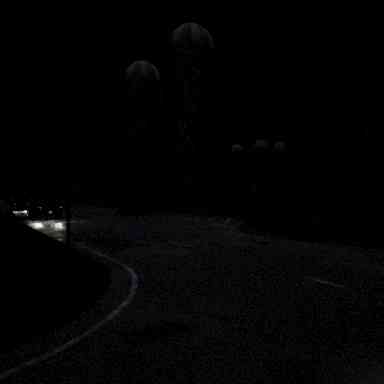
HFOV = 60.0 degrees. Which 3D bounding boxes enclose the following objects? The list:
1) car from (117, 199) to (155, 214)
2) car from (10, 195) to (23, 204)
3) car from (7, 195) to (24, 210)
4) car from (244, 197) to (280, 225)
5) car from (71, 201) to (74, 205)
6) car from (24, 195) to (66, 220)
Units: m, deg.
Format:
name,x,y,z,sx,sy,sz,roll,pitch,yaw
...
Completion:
name,x,y,z,sx,sy,sz,roll,pitch,yaw
car,-6.178,1.570,36.553,3.988,1.617,1.851,0,0,-34
car,-42.258,1.713,79.845,2.150,2.045,5.566,0,0,-34
car,-23.242,1.638,44.964,2.097,1.767,4.553,0,0,-34
car,5.117,1.317,23.837,1.905,1.878,3.866,0,0,25
car,-24.873,1.880,63.760,4.181,1.381,1.994,0,0,-34
car,-13.102,1.309,29.556,2.150,2.045,5.566,0,0,-34
